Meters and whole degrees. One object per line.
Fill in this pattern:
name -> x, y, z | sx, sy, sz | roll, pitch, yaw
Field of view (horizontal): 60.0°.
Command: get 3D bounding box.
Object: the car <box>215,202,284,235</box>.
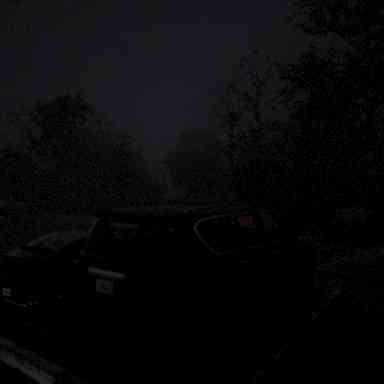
car -> 3.582, 1.456, 19.958 | 2.097, 1.535, 5.008 | 0, 0, 36

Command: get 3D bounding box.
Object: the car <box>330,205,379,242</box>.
car -> 8.118, 1.464, 16.728 | 2.097, 1.535, 5.008 | 0, 0, 36

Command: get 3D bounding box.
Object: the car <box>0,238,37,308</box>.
car -> -1.778, 1.460, 7.710 | 2.231, 1.521, 4.892 | 0, 0, 36

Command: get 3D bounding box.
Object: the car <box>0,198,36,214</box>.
car -> -19.586, 1.549, 36.531 | 2.002, 1.452, 4.674 | 0, 0, 36

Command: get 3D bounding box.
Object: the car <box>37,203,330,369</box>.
car -> 0.521, 1.214, 6.109 | 2.435, 2.045, 5.566 | 0, 0, 36
